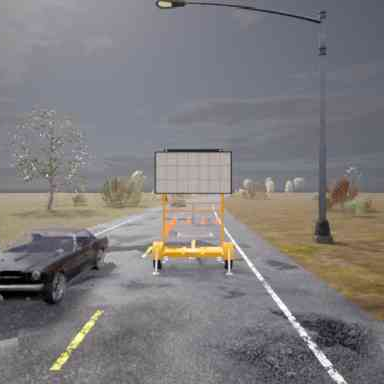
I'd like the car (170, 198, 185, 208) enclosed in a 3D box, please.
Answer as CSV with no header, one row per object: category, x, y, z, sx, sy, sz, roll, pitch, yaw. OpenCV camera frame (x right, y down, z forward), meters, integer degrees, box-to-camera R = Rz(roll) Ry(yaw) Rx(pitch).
car,-2.116,1.591,48.527,1.895,1.301,4.718,0,0,3

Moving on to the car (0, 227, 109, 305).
car,-3.551,1.600,8.224,1.895,1.301,4.718,0,0,1

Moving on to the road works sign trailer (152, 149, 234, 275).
road works sign trailer,0.043,0.463,10.456,2.380,3.560,2.880,0,0,1
